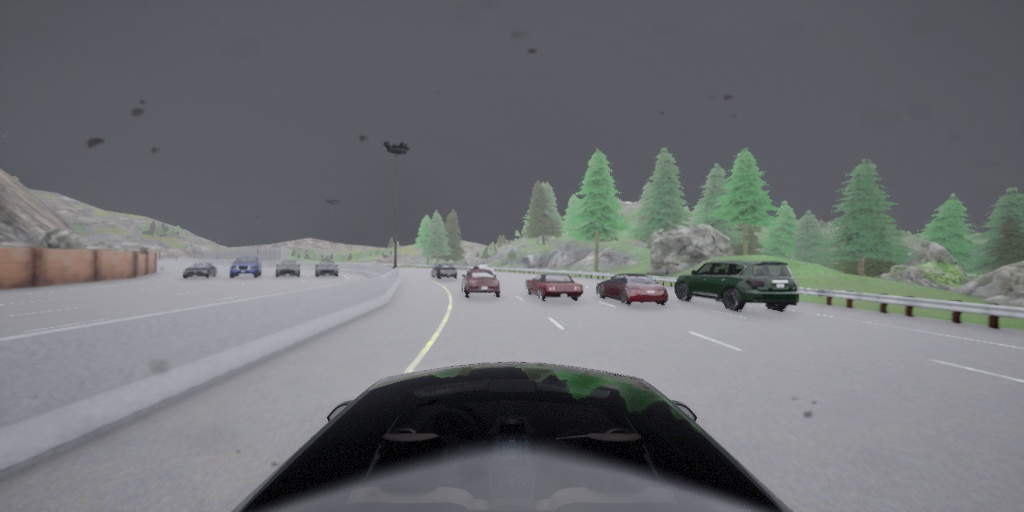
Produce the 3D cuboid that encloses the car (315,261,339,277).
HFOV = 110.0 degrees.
[{"bbox_3d":[-19.551,1.289,37.903,2.097,1.767,4.553,1,-1,-29],"label":"car"}]

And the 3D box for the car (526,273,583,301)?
[{"bbox_3d":[2.023,1.549,18.715,1.895,1.301,4.718,1,-1,-10],"label":"car"}]

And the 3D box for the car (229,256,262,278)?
[{"bbox_3d":[-26.083,1.059,35.338,2.150,2.045,5.566,1,-1,-30],"label":"car"}]

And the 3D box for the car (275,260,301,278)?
[{"bbox_3d":[-22.955,1.244,36.888,2.097,1.767,4.553,1,-1,-30],"label":"car"}]

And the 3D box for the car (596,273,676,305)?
[{"bbox_3d":[5.694,1.535,17.485,1.994,1.385,4.181,1,-1,-9],"label":"car"}]

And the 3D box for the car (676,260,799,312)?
[{"bbox_3d":[9.562,1.214,15.871,2.150,2.045,5.566,1,-1,-7],"label":"car"}]

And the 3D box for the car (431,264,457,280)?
[{"bbox_3d":[-6.794,1.531,35.613,2.128,1.511,4.902,1,-1,-23],"label":"car"}]

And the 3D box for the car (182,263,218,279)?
[{"bbox_3d":[-29.253,1.379,33.837,2.033,1.411,5.357,1,-1,-31],"label":"car"}]

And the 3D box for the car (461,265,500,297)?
[{"bbox_3d":[-1.815,1.451,20.154,1.812,1.442,4.674,1,-1,-11],"label":"car"}]

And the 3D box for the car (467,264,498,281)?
[{"bbox_3d":[-3.030,1.603,35.719,1.812,1.442,4.674,1,-1,-21],"label":"car"}]
